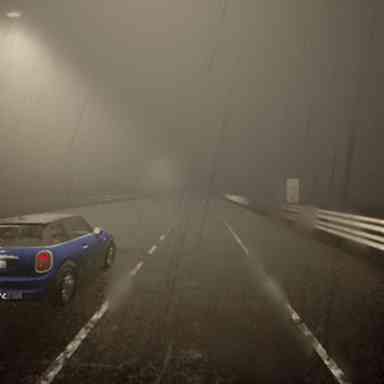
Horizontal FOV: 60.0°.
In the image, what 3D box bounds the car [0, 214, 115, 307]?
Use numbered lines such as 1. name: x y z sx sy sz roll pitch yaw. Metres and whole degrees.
1. car: -3.370 1.293 8.025 2.097 1.767 4.553 0 0 2
